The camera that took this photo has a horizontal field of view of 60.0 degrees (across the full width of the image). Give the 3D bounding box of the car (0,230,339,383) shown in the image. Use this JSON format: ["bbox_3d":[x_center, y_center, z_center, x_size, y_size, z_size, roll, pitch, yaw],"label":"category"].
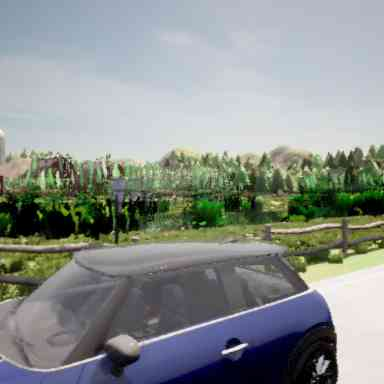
[{"bbox_3d":[-0.650,1.351,3.248,4.553,1.767,2.097,0,0,-34],"label":"car"}]
